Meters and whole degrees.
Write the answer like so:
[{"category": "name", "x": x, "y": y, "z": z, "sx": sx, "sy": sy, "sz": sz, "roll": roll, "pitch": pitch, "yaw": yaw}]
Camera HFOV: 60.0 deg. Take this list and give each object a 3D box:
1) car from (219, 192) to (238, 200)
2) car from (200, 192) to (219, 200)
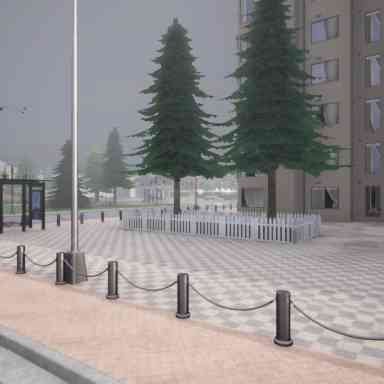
[{"category": "car", "x": 9.519, "y": 1.374, "z": 84.721, "sx": 3.633, "sy": 1.501, "sz": 1.845, "roll": 0, "pitch": 0, "yaw": 35}, {"category": "car", "x": 5.155, "y": 1.384, "z": 91.423, "sx": 3.806, "sy": 1.475, "sz": 1.970, "roll": 0, "pitch": 0, "yaw": 35}]
